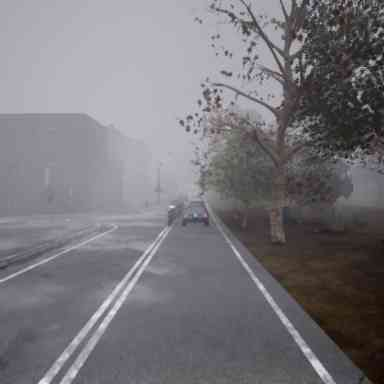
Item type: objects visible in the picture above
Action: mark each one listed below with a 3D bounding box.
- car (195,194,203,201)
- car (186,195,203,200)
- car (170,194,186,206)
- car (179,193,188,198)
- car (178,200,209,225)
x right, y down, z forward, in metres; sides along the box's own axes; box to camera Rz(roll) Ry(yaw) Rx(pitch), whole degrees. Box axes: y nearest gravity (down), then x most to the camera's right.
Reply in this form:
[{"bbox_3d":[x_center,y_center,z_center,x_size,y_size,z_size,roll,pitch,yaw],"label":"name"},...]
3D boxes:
[{"bbox_3d":[1.592,1.369,78.592,1.837,1.490,4.892,0,0,2],"label":"car"},{"bbox_3d":[0.630,1.489,43.002,1.882,1.535,5.008,0,0,1],"label":"car"},{"bbox_3d":[-2.493,1.537,53.973,1.994,1.385,4.181,0,0,2],"label":"car"},{"bbox_3d":[-1.933,1.139,69.668,2.150,2.045,5.566,0,0,2],"label":"car"},{"bbox_3d":[0.272,1.582,24.157,2.033,1.411,5.357,0,0,1],"label":"car"}]
